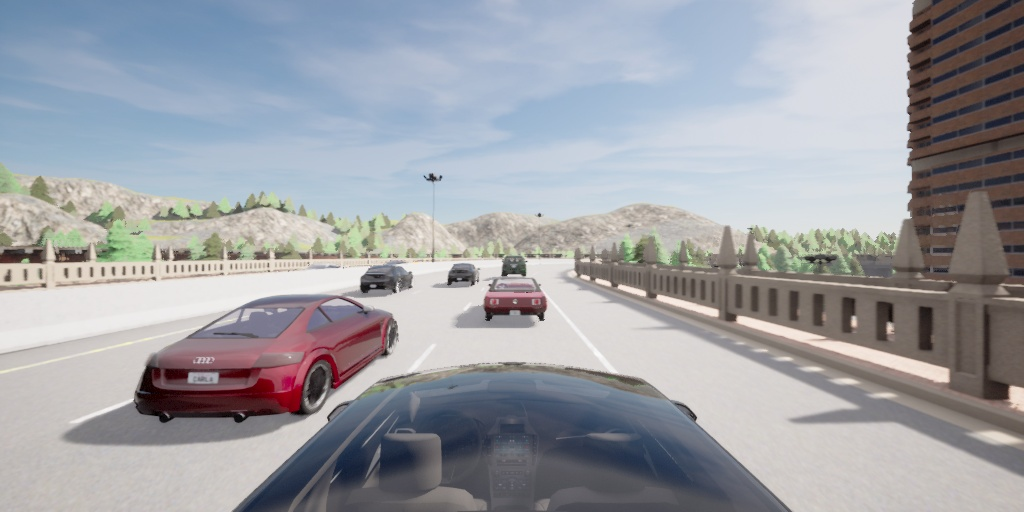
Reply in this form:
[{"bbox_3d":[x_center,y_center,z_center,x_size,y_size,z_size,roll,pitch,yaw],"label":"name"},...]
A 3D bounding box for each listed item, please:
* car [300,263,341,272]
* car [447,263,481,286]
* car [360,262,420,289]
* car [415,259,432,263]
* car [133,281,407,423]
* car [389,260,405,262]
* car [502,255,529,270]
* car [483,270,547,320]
[{"bbox_3d":[-14.029,1.275,26.375,1.812,1.442,4.674,0,0,1],"label":"car"},{"bbox_3d":[-3.391,1.255,25.678,1.837,1.490,4.892,0,0,0],"label":"car"},{"bbox_3d":[-6.907,1.255,20.247,1.837,1.490,4.892,0,0,0],"label":"car"},{"bbox_3d":[-13.790,1.229,55.470,1.882,1.535,5.008,0,0,15],"label":"car"},{"bbox_3d":[-3.403,1.314,5.958,1.994,1.385,4.181,0,0,0],"label":"car"},{"bbox_3d":[-17.657,1.297,54.560,2.033,1.411,5.357,0,0,14],"label":"car"},{"bbox_3d":[0.281,0.972,32.367,2.150,2.045,5.566,0,0,3],"label":"car"},{"bbox_3d":[0.095,1.351,12.550,1.895,1.301,4.718,0,0,0],"label":"car"}]
